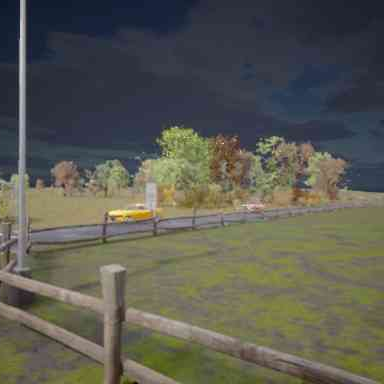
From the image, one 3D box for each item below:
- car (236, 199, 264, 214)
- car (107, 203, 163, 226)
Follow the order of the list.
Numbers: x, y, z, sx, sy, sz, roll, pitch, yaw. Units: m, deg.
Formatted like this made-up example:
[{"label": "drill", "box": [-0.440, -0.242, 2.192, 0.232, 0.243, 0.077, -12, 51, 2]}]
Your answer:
[{"label": "car", "box": [7.350, 1.805, 41.794, 2.097, 1.767, 4.553, 2, 0, 36]}, {"label": "car", "box": [-4.323, 1.636, 25.350, 1.882, 1.535, 5.008, 2, 0, 35]}]
